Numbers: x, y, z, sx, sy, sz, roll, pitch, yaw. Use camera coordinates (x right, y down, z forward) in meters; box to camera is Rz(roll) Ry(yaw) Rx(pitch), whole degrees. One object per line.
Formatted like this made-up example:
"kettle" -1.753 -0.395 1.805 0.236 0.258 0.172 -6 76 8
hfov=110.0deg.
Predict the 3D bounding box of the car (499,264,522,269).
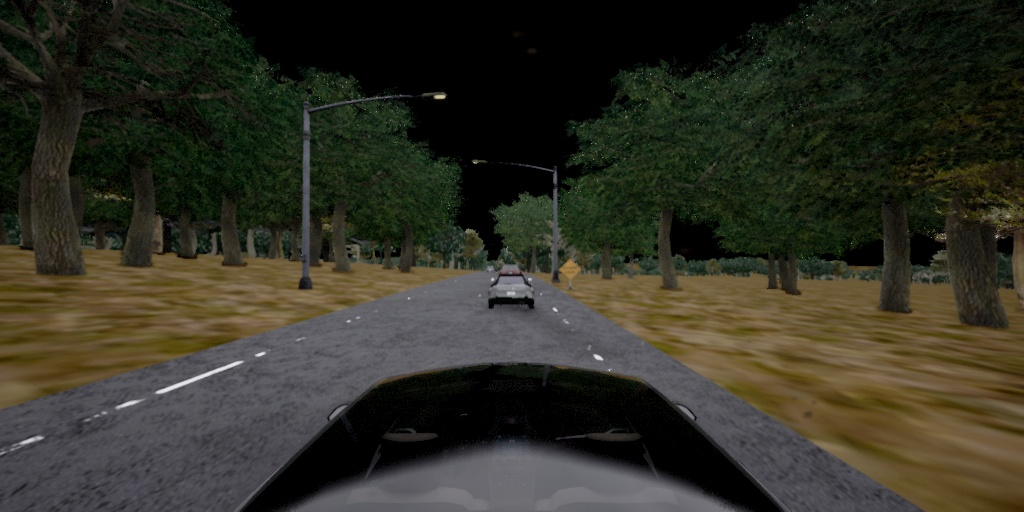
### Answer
"car" -0.143 1.461 30.971 2.097 1.767 4.553 0 -1 0

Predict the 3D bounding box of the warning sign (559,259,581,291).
"warning sign" 3.485 1.094 21.400 1.300 1.860 1.060 0 0 0

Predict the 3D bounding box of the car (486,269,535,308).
"car" -0.032 1.480 16.196 1.994 1.385 4.181 0 -1 0
